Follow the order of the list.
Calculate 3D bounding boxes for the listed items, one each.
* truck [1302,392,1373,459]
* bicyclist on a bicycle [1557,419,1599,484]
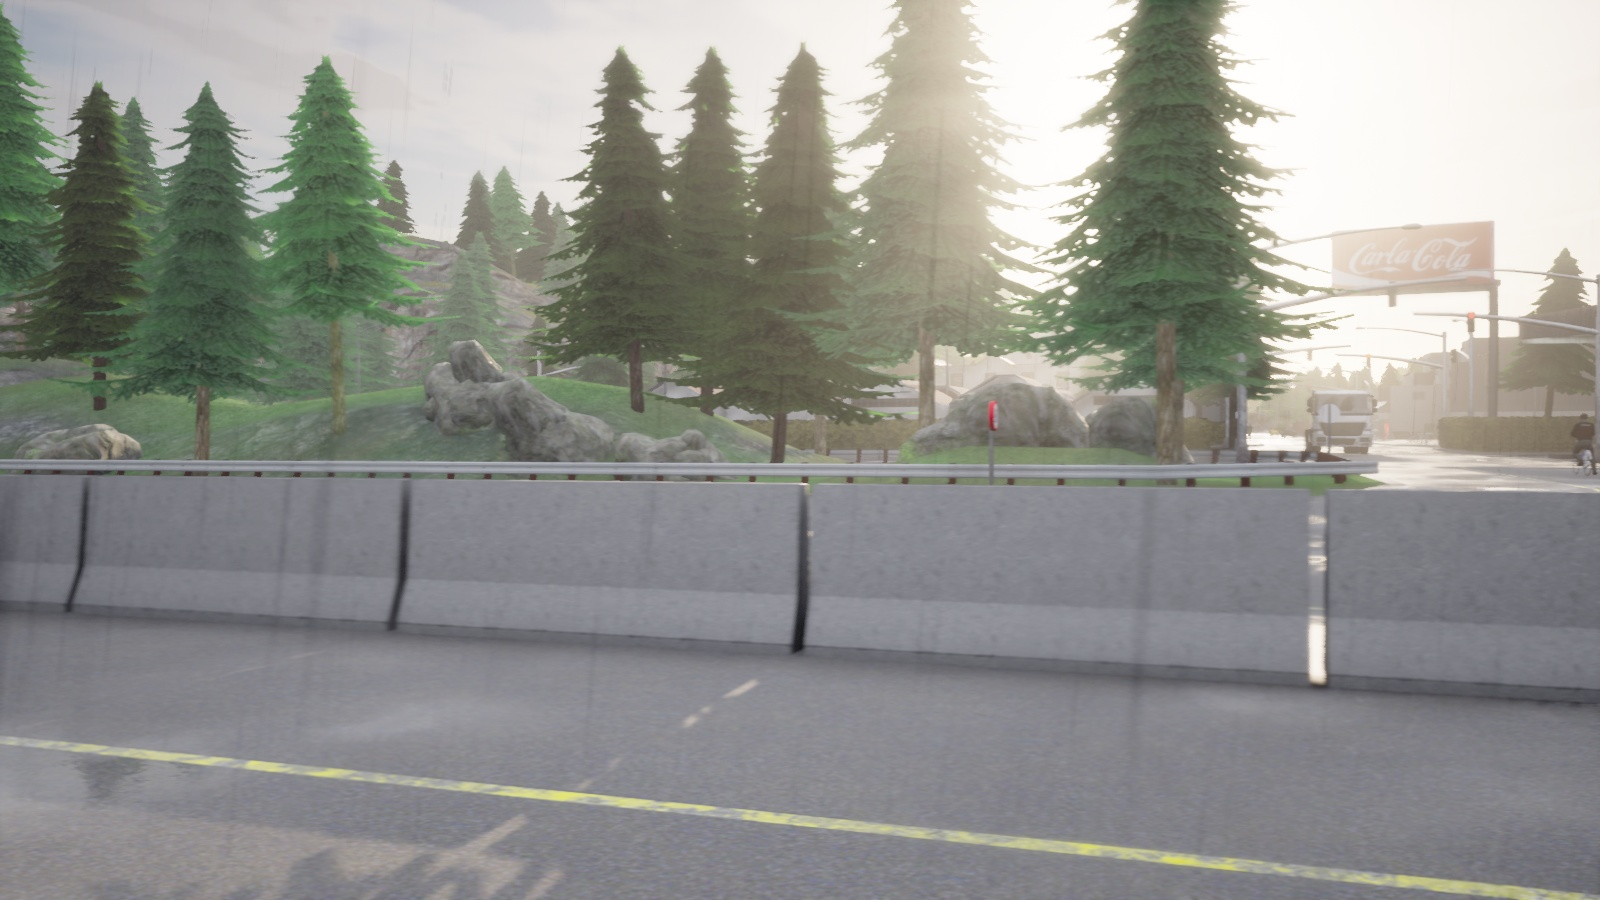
[{"bbox_3d":[29.366,-1.326,68.848,2.891,3.462,7.936,1,1,18],"label":"truck"},{"bbox_3d":[21.969,0.017,35.369,0.659,1.776,1.843,1,1,18],"label":"bicyclist on a bicycle"}]
